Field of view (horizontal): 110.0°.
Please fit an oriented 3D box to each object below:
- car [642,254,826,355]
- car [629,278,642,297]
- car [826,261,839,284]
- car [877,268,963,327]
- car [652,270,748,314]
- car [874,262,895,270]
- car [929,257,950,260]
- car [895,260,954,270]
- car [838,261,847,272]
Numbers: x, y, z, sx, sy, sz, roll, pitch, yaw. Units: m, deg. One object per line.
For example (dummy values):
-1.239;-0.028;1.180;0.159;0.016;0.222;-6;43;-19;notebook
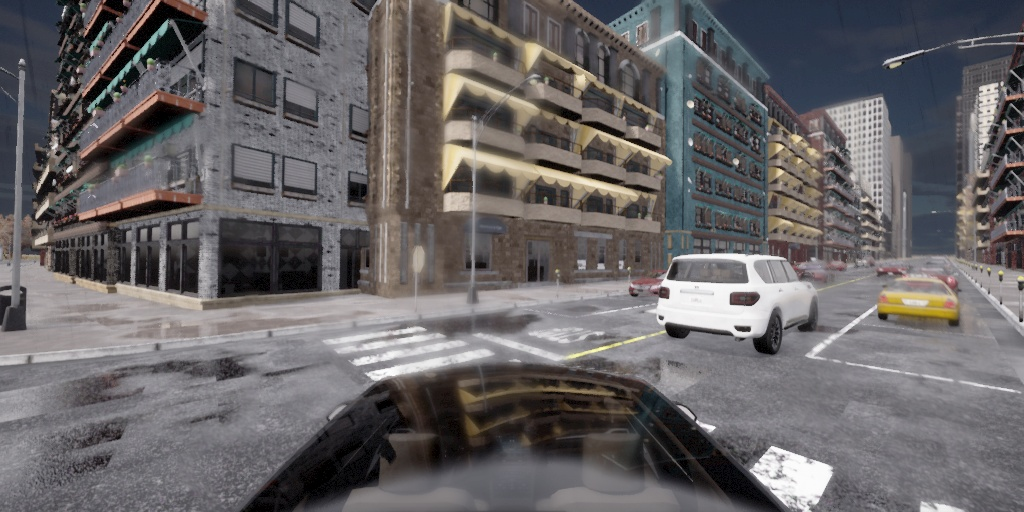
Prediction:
5.820;0.977;9.013;5.566;2.045;2.150;0;0;-40;car
7.493;1.354;17.780;4.207;1.307;1.802;0;0;-40;car
22.738;1.332;27.015;4.181;1.385;1.994;0;0;-39;car
13.009;1.276;11.467;4.829;1.417;1.751;0;0;-40;car
7.739;1.329;14.625;4.181;1.385;1.994;0;0;-40;car
36.395;1.359;34.207;4.718;1.301;1.895;0;0;-40;car
47.022;1.187;39.623;4.097;1.591;1.967;0;0;-40;car
21.414;1.193;18.424;4.097;1.591;1.967;0;0;-40;car
41.638;1.314;46.046;4.507;1.381;1.888;0;0;-40;car
